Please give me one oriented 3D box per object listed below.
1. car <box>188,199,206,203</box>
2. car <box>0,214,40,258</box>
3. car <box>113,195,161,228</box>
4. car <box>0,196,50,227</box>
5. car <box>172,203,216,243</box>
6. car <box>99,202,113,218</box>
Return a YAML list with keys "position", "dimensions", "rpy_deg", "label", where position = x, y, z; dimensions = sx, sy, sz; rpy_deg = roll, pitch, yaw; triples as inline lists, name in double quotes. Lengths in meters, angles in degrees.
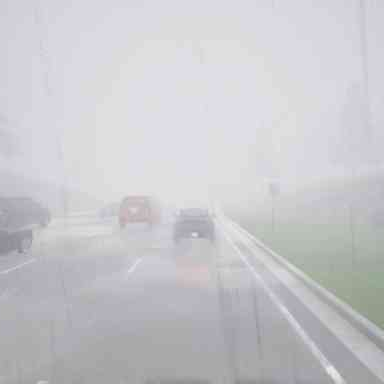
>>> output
- position: [0.518, 1.530, 36.719]
  dimensions: [1.812, 1.442, 4.674]
  rpy_deg: [0, 0, 2]
  label: "car"
- position: [-6.902, 1.601, 10.492]
  dimensions: [1.895, 1.301, 4.718]
  rpy_deg: [0, 0, 0]
  label: "car"
- position: [-3.373, 1.224, 22.186]
  dimensions: [2.150, 2.045, 5.566]
  rpy_deg: [0, 0, 1]
  label: "car"
- position: [-10.393, 1.223, 19.527]
  dimensions: [2.150, 2.045, 5.566]
  rpy_deg: [0, 0, 0]
  label: "car"
- position: [0.100, 1.507, 16.079]
  dimensions: [1.837, 1.490, 4.892]
  rpy_deg: [0, 0, 0]
  label: "car"
- position: [-6.737, 1.550, 29.697]
  dimensions: [2.033, 1.411, 5.357]
  rpy_deg: [0, 0, 2]
  label: "car"
